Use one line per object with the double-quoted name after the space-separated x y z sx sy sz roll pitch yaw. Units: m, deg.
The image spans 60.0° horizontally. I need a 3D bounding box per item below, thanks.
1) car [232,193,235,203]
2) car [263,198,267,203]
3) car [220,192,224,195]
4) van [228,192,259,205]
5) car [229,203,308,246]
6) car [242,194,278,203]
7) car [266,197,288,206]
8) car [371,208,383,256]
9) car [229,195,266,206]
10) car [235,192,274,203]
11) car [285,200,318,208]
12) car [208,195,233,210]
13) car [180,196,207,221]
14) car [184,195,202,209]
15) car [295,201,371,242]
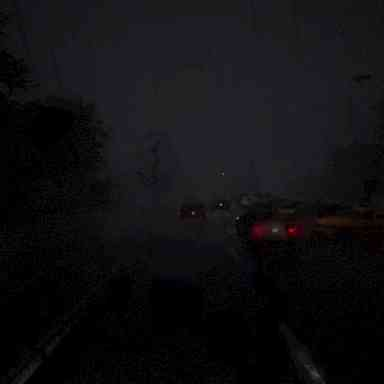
8.064 1.230 42.725 4.892 1.521 2.231 1 0 -20 "car"
8.066 1.360 24.833 4.674 1.452 2.002 1 0 -20 "car"
7.898 1.196 54.587 5.366 1.575 1.946 1 0 -20 "car"
7.965 0.981 51.628 4.442 1.987 1.878 1 0 -20 "van"
3.100 1.461 14.763 2.033 1.411 5.357 0 0 0 "car"
8.080 1.265 33.773 4.892 1.521 2.231 1 1 -20 "car"
7.897 1.338 21.784 5.366 1.575 1.946 1 1 -20 "car"
8.043 1.319 9.908 4.553 1.767 2.185 1 0 -20 "car"
8.096 1.244 48.702 4.792 1.488 2.163 1 0 -20 "car"
8.100 0.998 36.774 5.566 2.045 2.435 1 0 -20 "car"
8.097 1.400 18.880 4.792 1.488 2.163 1 0 -20 "car"
3.101 1.318 37.709 1.994 1.385 4.181 0 0 0 "car"
0.102 1.301 25.516 1.882 1.535 5.008 0 0 0 "car"
0.100 1.229 42.576 2.128 1.511 4.902 0 0 0 "car"
7.897 1.392 15.818 5.366 1.575 1.946 1 1 -20 "car"
